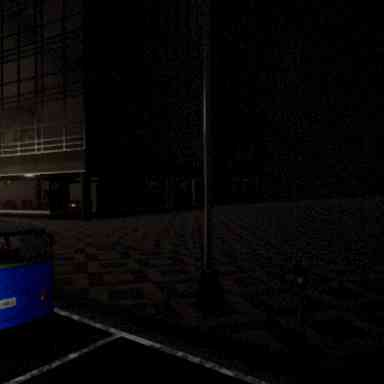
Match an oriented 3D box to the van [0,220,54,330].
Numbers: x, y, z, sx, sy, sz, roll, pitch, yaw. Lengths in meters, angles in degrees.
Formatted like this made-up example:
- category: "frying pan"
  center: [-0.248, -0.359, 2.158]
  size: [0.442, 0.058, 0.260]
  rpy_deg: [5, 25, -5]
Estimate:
- category: "van"
  center: [-4.127, 1.348, 5.803]
  size: [3.998, 1.788, 1.690]
  rpy_deg: [0, -1, 36]
